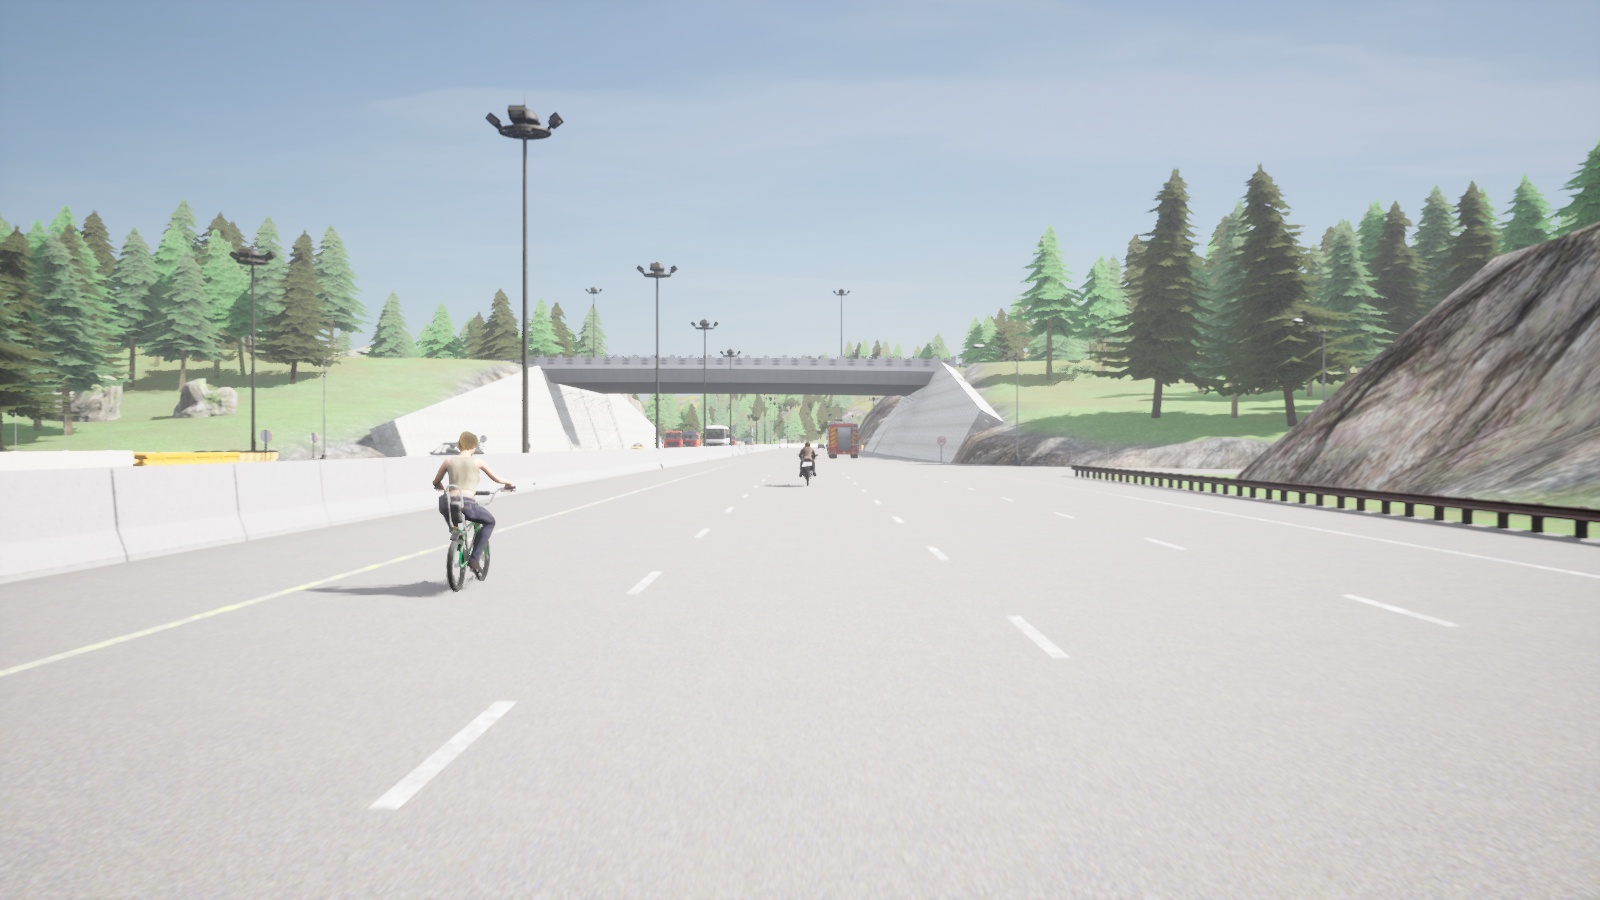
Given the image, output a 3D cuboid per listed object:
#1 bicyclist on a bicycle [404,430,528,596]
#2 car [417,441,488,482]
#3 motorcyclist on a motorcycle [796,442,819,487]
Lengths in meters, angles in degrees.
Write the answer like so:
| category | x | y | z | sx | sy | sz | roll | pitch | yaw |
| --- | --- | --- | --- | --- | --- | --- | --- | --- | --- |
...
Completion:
| category | x | y | z | sx | sy | sz | roll | pitch | yaw |
| --- | --- | --- | --- | --- | --- | --- | --- | --- | --- |
| bicyclist on a bicycle | -3.415 | 0.607 | 12.974 | 0.866 | 1.612 | 1.509 | 0 | 0 | 1 |
| car | -13.702 | 0.435 | 49.741 | 1.789 | 1.549 | 3.705 | 0 | 0 | 0 |
| motorcyclist on a motorcycle | 0.264 | 0.483 | 43.767 | 0.797 | 1.523 | 2.044 | 0 | 0 | 0 |
